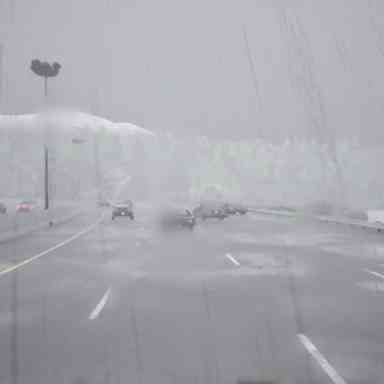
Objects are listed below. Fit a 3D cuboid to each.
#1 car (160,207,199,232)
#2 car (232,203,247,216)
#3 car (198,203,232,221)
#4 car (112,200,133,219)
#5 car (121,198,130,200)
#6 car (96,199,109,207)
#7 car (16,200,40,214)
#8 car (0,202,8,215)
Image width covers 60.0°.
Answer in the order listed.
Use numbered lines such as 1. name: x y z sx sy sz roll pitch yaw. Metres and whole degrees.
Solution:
1. car: -1.031 1.721 21.049 1.895 1.301 4.718 -1 0 -8
2. car: 3.846 1.736 33.713 1.895 1.301 4.718 0 0 -13
3. car: 1.371 1.683 28.770 2.033 1.411 5.357 0 0 -12
4. car: -6.631 1.760 31.653 1.812 1.442 4.674 0 -1 -13
5. car: -12.375 1.938 61.394 2.128 1.511 4.902 0 -1 -24
6. car: -16.967 2.068 62.999 1.994 1.385 4.181 0 0 -25
7. car: -20.140 1.776 40.927 2.097 1.767 4.553 -1 0 -16
8. car: -23.329 1.954 39.403 1.837 1.490 4.892 0 0 -16
